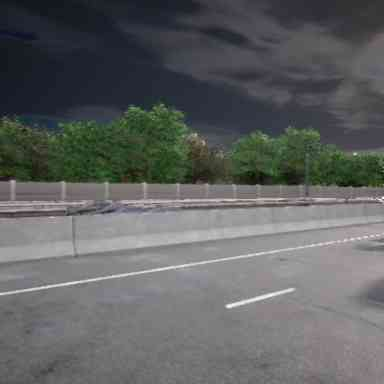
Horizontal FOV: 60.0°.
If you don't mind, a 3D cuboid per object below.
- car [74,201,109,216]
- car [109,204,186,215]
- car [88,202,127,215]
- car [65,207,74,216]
[{"bbox_3d":[-5.819,1.553,25.532,5.357,1.411,2.033,0,0,-36],"label":"car"},{"bbox_3d":[-1.863,1.552,19.756,5.357,1.411,2.033,0,0,-35],"label":"car"},{"bbox_3d":[-4.396,1.570,22.259,4.181,1.385,1.994,0,0,-35],"label":"car"},{"bbox_3d":[-8.175,1.518,28.154,4.892,1.490,1.837,0,0,-35],"label":"car"}]
